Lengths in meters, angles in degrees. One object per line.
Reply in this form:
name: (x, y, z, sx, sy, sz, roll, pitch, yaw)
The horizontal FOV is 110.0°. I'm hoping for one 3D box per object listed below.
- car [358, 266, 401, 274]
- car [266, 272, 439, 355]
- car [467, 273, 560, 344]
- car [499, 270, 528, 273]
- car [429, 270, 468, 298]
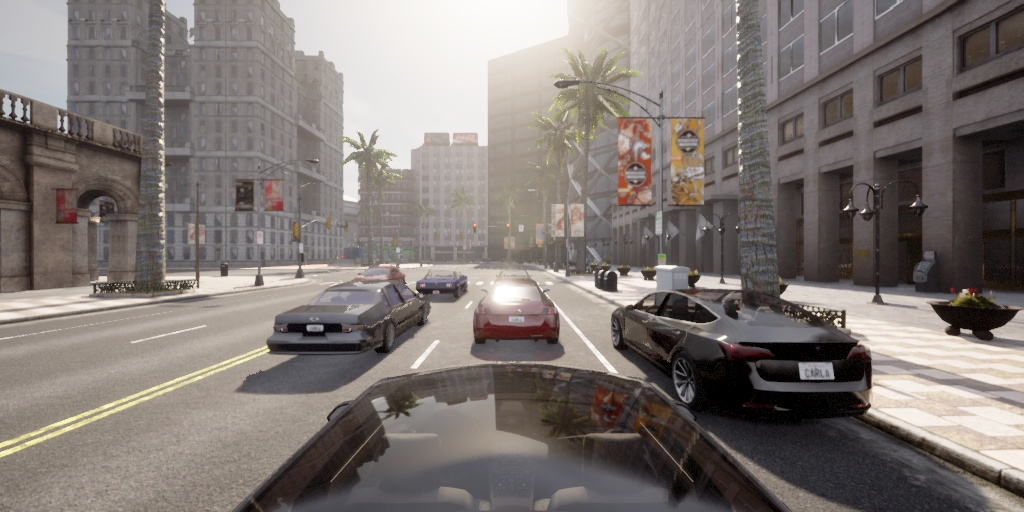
car: (-7.025, 1.274, 19.166, 1.812, 1.442, 4.674, 0, 0, 0)
car: (-3.406, 1.296, 8.705, 2.033, 1.411, 5.357, 0, 0, 0)
car: (0.096, 1.313, 9.610, 1.994, 1.385, 4.181, 0, 0, 0)
car: (0.090, 1.350, 18.418, 1.895, 1.301, 4.718, 0, 0, 0)
car: (-3.410, 1.350, 18.374, 1.895, 1.301, 4.718, 0, 0, 0)
